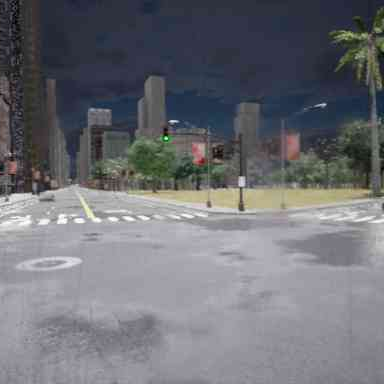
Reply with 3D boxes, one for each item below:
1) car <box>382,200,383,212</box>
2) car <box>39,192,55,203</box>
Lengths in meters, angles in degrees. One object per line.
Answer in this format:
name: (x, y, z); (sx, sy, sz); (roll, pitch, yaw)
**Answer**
car: (15.183, 0.538, 23.370); (4.553, 1.767, 2.097); (-2, 2, -41)
car: (-21.258, 0.797, 48.839); (1.812, 1.442, 4.674); (-1, 2, -20)
